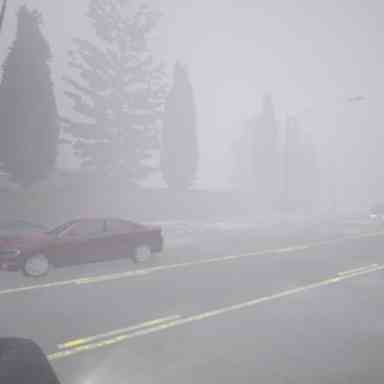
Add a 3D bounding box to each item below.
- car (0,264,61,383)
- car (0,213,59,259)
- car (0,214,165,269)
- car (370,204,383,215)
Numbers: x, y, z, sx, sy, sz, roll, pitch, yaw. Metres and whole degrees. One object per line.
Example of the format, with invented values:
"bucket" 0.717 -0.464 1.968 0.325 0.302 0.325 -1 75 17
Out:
"car" -3.308 1.547 1.387 5.357 1.411 2.033 0 0 -36
"car" -7.153 1.563 11.818 4.181 1.385 1.994 0 0 -36
"car" -3.249 1.477 10.310 5.008 1.535 1.882 0 0 -36
"car" 23.078 2.120 40.647 1.994 1.385 4.181 1 -2 35
